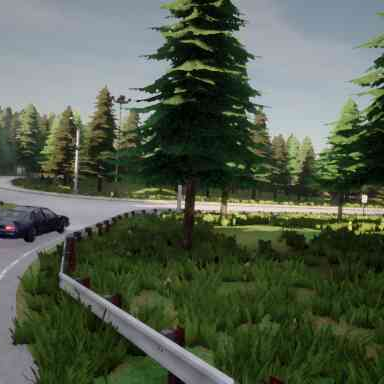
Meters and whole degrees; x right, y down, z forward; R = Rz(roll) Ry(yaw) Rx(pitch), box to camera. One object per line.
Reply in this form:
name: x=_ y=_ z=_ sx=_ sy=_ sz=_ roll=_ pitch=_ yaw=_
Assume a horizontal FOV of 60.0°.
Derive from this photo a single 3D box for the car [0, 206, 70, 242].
car: x=-7.603 y=1.372 z=15.585 sx=2.033 sy=1.411 sz=5.357 roll=4 pitch=1 yaw=3
